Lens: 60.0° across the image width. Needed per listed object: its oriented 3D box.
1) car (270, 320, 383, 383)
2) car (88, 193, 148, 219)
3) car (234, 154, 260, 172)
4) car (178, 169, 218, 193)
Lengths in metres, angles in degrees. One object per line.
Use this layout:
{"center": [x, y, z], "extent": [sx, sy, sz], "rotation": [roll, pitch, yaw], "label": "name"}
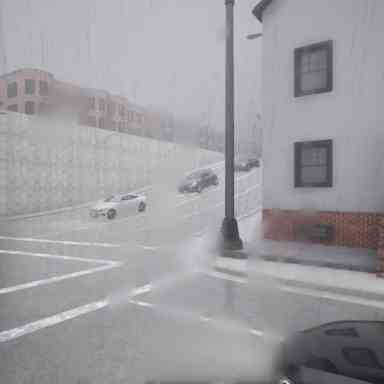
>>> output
{"center": [2.789, 1.526, 1.981], "extent": [4.674, 1.442, 1.812], "rotation": [0, 0, 36], "label": "car"}
{"center": [-5.057, 0.864, 23.298], "extent": [1.812, 1.442, 4.674], "rotation": [0, 7, 35], "label": "car"}
{"center": [6.243, -3.501, 39.340], "extent": [2.097, 1.767, 4.553], "rotation": [0, 14, 35], "label": "car"}
{"center": [0.565, -1.125, 31.326], "extent": [2.097, 1.767, 4.553], "rotation": [0, 13, 34], "label": "car"}
